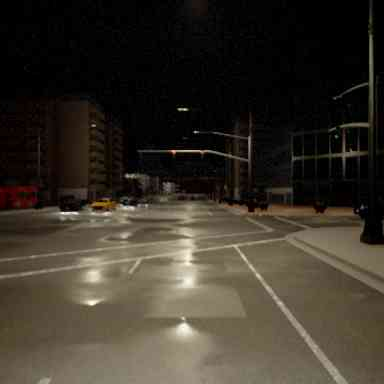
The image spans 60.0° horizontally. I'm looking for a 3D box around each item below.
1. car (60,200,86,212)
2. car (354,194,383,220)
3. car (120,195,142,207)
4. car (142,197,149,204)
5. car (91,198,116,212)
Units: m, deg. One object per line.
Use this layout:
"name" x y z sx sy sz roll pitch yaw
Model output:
"car" -14.011 1.636 39.358 1.994 1.385 4.181 0 0 0
"car" 15.512 1.104 25.564 5.566 2.045 2.150 0 0 1
"car" -10.449 1.707 56.480 2.128 1.511 4.902 0 -1 1
"car" -10.340 1.759 71.407 1.812 1.442 4.674 0 -1 0
"car" -10.510 1.540 39.738 1.882 1.535 5.008 0 0 0
